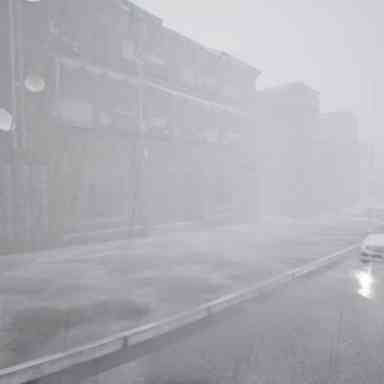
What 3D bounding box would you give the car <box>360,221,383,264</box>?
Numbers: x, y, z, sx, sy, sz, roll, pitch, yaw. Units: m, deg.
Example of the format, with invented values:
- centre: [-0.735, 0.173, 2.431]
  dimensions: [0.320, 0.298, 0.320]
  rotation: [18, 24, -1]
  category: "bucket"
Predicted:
- centre: [7.610, 1.769, 12.184]
  dimensions: [1.812, 1.442, 4.674]
  rotation: [-2, -2, 40]
  category: "car"
